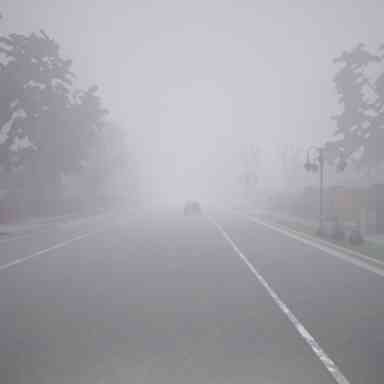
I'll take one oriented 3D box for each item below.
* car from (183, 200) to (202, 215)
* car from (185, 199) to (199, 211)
[{"bbox_3d":[0.058,1.700,36.144,2.128,1.511,4.902,0,0,0],"label":"car"},{"bbox_3d":[-0.003,1.773,46.150,1.812,1.442,4.674,0,0,0],"label":"car"}]
